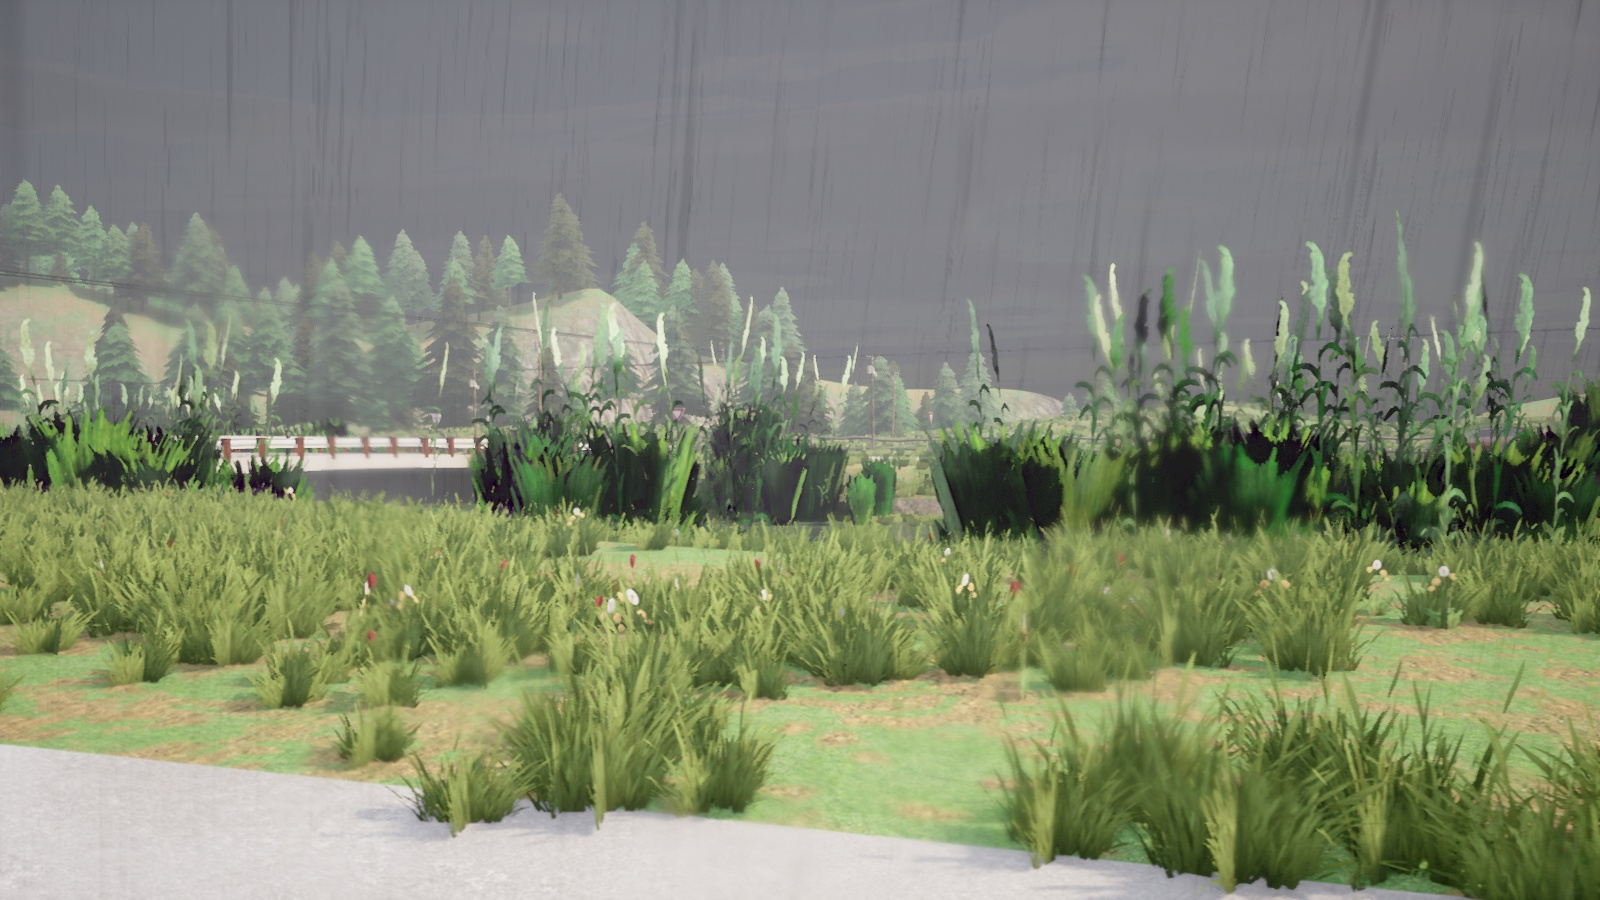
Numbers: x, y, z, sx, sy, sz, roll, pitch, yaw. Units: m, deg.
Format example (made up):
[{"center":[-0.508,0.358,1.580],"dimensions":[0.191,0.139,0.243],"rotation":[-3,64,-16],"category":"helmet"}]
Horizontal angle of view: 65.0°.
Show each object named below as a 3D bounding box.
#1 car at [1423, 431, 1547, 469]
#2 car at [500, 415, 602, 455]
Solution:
[{"center":[31.453,-0.033,57.822],"dimensions":[4.856,1.649,2.033],"rotation":[1,1,24],"category":"car"},{"center":[-11.460,-0.677,58.126],"dimensions":[2.242,1.667,4.611],"rotation":[1,-1,26],"category":"car"}]
